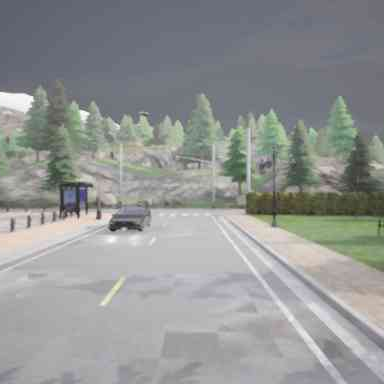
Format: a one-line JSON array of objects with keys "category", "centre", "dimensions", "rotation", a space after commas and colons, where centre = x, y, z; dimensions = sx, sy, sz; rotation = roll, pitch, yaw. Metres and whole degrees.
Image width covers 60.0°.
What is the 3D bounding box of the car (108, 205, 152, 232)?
[{"category": "car", "centre": [-3.514, 1.516, 19.842], "dimensions": [2.033, 1.411, 5.357], "rotation": [0, 0, 0]}]
